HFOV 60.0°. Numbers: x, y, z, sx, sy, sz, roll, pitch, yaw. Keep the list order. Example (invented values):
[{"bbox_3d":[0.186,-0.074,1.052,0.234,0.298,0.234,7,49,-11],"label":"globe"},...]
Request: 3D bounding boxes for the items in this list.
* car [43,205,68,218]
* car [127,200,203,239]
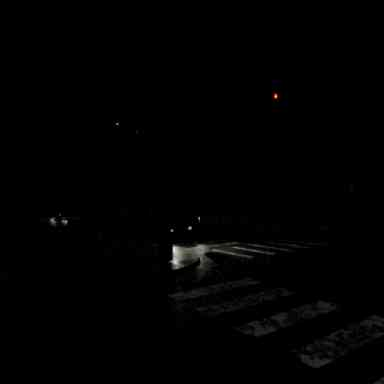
[{"bbox_3d":[-16.115,2.244,39.002,2.033,1.411,5.357,0,-1,-35],"label":"car"},{"bbox_3d":[-1.734,1.484,18.738,2.150,2.045,5.566,0,-1,-36],"label":"car"}]
